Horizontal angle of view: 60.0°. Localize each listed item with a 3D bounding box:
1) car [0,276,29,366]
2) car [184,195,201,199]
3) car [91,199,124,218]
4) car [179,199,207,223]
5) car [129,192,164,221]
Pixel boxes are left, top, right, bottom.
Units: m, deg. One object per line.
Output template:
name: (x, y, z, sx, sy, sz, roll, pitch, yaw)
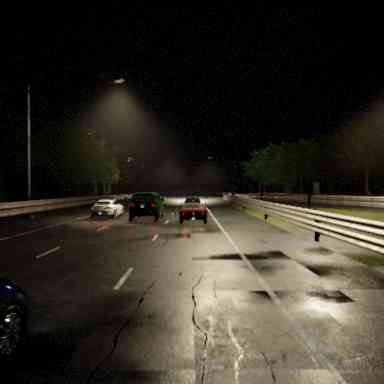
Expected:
car: (-3.400, 1.348, 2.950, 2.097, 1.767, 4.553, 0, 0, 0)
car: (0.090, 1.147, 41.781, 2.128, 1.511, 4.902, 0, 1, 0)
car: (-6.892, 1.329, 27.282, 1.812, 1.442, 4.674, 0, 1, 0)
car: (0.094, 1.439, 24.189, 1.895, 1.301, 4.718, 0, 1, 0)
car: (-3.406, 1.044, 25.562, 2.150, 2.045, 5.566, 0, 1, 0)
